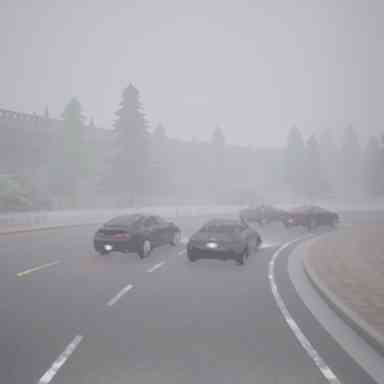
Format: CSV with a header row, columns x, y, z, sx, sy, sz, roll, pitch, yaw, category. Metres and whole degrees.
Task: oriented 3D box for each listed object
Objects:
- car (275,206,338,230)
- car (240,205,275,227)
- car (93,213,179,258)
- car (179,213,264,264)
x,y,z,sx,sy,sz,roll,pitch,yaw,category
8.154,1.692,22.767,5.008,1.535,1.882,0,-1,-41,car
5.608,1.728,25.206,4.902,1.511,2.128,0,-1,-42,car
-2.022,1.633,13.541,1.837,1.490,4.892,0,0,19,car
1.308,1.681,12.458,1.994,1.385,4.181,0,-1,20,car
